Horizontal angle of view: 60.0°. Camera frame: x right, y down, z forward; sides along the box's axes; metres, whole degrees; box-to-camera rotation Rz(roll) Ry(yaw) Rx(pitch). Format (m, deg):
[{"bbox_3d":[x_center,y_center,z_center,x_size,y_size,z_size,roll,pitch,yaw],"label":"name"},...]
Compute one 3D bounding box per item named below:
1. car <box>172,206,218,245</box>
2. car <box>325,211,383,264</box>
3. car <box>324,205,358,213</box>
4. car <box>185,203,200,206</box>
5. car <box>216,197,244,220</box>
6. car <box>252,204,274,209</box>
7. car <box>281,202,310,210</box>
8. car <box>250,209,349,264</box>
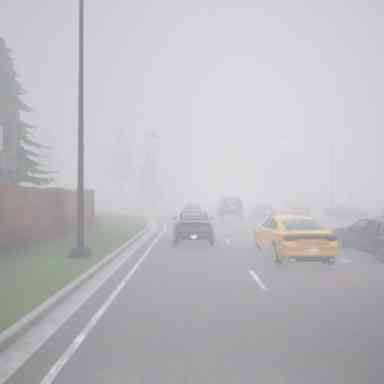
[{"bbox_3d":[0.079,1.661,16.501,1.837,1.490,4.892,0,-1,0],"label":"car"},{"bbox_3d":[7.084,1.664,12.304,2.033,1.411,5.357,0,-1,0],"label":"car"},{"bbox_3d":[14.060,1.894,31.115,1.895,1.301,4.718,0,-1,0],"label":"car"},{"bbox_3d":[0.058,1.814,32.727,1.837,1.490,4.892,0,-1,0],"label":"car"},{"bbox_3d":[3.560,1.521,31.794,2.150,2.045,5.566,0,-1,0],"label":"car"},{"bbox_3d":[7.058,1.876,33.167,1.994,1.385,4.181,0,-1,0],"label":"car"},{"bbox_3d":[10.556,1.800,34.239,1.882,1.535,5.008,0,-1,0],"label":"car"},{"bbox_3d":[3.584,1.594,12.265,1.882,1.535,5.008,0,-1,0],"label":"car"}]
